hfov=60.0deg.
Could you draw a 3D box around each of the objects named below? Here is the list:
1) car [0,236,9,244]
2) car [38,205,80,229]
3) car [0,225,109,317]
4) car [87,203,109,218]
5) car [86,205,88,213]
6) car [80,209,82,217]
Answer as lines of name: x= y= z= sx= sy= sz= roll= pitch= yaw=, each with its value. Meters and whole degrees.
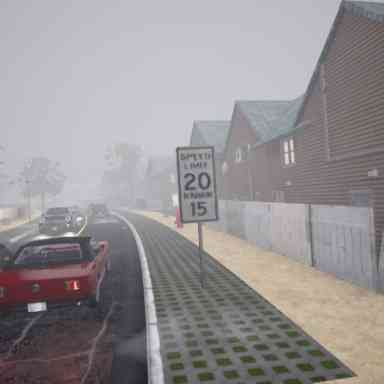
car: x=-6.102 y=1.774 z=8.250 sx=2.128 sy=1.511 sz=4.902 roll=-3 pitch=0 yaw=-10
car: x=-9.456 y=1.826 z=23.625 sx=2.097 sy=1.767 sz=4.553 roll=-3 pitch=0 yaw=-15
car: x=-3.040 y=1.710 z=7.891 sx=1.895 sy=1.301 sz=4.718 roll=-3 pitch=0 yaw=-10
car: x=-10.364 y=2.020 z=37.106 sx=1.837 sy=1.490 sz=4.892 roll=-3 pitch=0 yaw=-18
car: x=-13.906 y=2.218 z=46.907 sx=1.812 sy=1.442 sz=4.674 roll=-3 pitch=0 yaw=-23
car: x=-13.968 y=2.251 z=39.040 sx=2.033 sy=1.411 sz=5.357 roll=-3 pitch=0 yaw=-19
